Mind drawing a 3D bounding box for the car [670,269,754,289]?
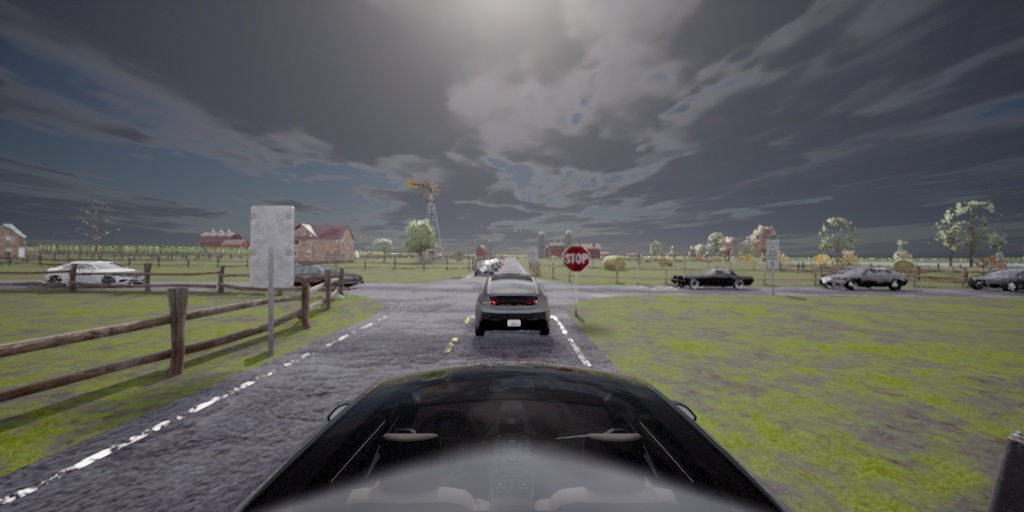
[{"bbox_3d":[13.089,1.490,23.678,4.718,1.301,1.895,1,-1,-2],"label":"car"}]

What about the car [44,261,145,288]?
[{"bbox_3d":[-23.425,1.023,20.315,4.674,1.442,1.812,0,-1,-1],"label":"car"}]

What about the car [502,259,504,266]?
[{"bbox_3d":[-2.724,1.191,56.976,2.128,1.511,4.902,0,0,1],"label":"car"}]

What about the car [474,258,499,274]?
[{"bbox_3d":[-2.801,1.212,37.098,2.128,1.511,4.902,0,0,0],"label":"car"}]

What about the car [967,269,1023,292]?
[{"bbox_3d":[33.555,1.584,23.943,4.892,1.490,1.837,1,-1,0],"label":"car"}]

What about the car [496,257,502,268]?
[{"bbox_3d":[-2.779,1.203,46.620,2.128,1.511,4.902,0,0,0],"label":"car"}]

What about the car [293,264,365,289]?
[{"bbox_3d":[-11.371,1.168,20.464,5.357,1.411,2.033,1,-1,-1],"label":"car"}]

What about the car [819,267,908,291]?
[{"bbox_3d":[23.240,1.476,23.828,4.902,1.511,2.128,1,-1,-1],"label":"car"}]

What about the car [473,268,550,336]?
[{"bbox_3d":[-0.059,1.250,10.407,1.837,1.490,4.892,0,0,-3],"label":"car"}]
